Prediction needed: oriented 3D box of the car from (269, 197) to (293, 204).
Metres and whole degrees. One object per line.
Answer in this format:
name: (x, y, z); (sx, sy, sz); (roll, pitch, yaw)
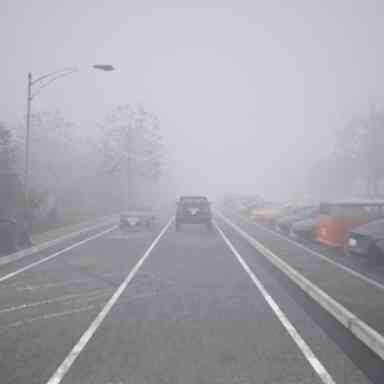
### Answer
car: (20.254, 2.009, 76.007); (4.892, 1.521, 2.231); (0, -1, 0)

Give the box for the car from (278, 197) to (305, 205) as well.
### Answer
car: (20.229, 1.863, 67.822); (5.008, 1.535, 2.097); (0, -1, 0)

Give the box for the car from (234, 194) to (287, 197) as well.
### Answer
car: (7.016, 1.391, 34.640); (4.553, 1.767, 2.185); (0, 0, 0)

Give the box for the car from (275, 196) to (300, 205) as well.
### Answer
car: (20.211, 1.784, 70.470); (4.553, 1.767, 2.185); (0, -1, 0)

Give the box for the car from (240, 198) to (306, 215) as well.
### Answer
car: (7.023, 1.509, 29.088); (4.892, 1.521, 2.231); (0, 0, 0)

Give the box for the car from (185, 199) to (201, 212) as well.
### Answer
car: (0.119, 1.621, 41.190); (1.994, 1.385, 4.181); (0, 0, 0)

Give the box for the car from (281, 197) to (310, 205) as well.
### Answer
car: (20.220, 1.812, 64.927); (5.008, 1.535, 2.097); (0, -1, 0)

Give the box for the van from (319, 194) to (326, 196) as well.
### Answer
van: (20.279, 1.305, 45.558); (4.442, 1.987, 1.878); (0, 0, 0)

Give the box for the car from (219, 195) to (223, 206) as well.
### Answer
car: (7.120, 1.288, 48.521); (5.566, 2.045, 2.435); (0, 0, 0)

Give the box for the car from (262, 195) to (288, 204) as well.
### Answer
car: (20.306, 1.862, 81.547); (5.566, 2.045, 2.435); (0, -1, 0)

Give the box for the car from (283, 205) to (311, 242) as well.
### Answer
car: (6.956, 1.515, 15.207); (4.792, 1.488, 2.163); (0, 0, 0)

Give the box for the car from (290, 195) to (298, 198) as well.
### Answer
car: (20.013, 1.662, 56.617); (5.366, 1.575, 1.946); (0, -1, 0)

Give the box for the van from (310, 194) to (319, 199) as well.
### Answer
van: (20.055, 1.310, 48.462); (4.442, 1.987, 1.878); (0, -1, 0)

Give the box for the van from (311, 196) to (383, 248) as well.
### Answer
van: (7.092, 1.255, 12.431); (4.442, 1.987, 1.878); (0, 0, 0)

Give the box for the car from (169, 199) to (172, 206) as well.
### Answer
car: (-3.206, 1.867, 63.355); (1.994, 1.385, 4.181); (0, -1, 1)

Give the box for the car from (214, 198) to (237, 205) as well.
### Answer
car: (7.166, 1.957, 70.707); (4.674, 1.452, 2.002); (0, -1, 0)

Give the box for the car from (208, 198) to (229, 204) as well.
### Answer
car: (7.032, 2.258, 87.346); (5.366, 1.575, 1.946); (0, -1, 0)

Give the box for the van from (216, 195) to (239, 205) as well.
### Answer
van: (7.271, 1.642, 67.935); (4.442, 1.987, 1.878); (0, -1, 0)

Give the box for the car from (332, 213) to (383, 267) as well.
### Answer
car: (6.996, 1.506, 9.654); (4.792, 1.488, 2.163); (0, 0, 0)

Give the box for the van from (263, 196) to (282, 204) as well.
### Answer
van: (20.405, 1.956, 84.437); (4.442, 1.987, 1.878); (0, -1, 0)

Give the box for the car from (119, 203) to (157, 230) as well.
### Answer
car: (-3.359, 1.489, 21.275); (2.128, 1.511, 4.902); (0, 0, 0)

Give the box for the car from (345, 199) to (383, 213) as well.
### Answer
car: (20.130, 1.517, 37.248); (5.008, 1.535, 2.097); (0, 0, 0)

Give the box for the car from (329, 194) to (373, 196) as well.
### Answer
car: (20.116, 1.271, 40.143); (5.566, 2.045, 2.435); (0, 0, 0)

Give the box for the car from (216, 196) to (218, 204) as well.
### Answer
car: (7.151, 1.819, 65.156); (5.008, 1.535, 2.097); (0, -1, 0)

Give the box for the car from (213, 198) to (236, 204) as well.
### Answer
car: (7.202, 1.996, 73.482); (4.792, 1.488, 2.163); (0, -1, 0)

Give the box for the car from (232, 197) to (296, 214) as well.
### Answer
car: (6.853, 1.509, 31.864); (5.366, 1.575, 1.946); (0, 0, 0)

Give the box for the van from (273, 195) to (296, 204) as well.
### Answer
van: (20.368, 1.733, 73.240); (4.442, 1.987, 1.878); (0, -1, 0)

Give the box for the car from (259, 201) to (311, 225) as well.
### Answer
car: (6.973, 1.524, 20.759); (4.792, 1.488, 2.163); (0, 0, 0)

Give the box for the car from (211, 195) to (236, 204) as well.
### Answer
car: (7.153, 1.764, 76.263); (5.566, 2.045, 2.435); (0, -1, 0)

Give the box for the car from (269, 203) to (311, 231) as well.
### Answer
car: (6.964, 1.519, 17.983); (4.792, 1.488, 2.163); (0, 0, 0)

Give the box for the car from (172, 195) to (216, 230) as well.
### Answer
car: (0.091, 1.219, 21.102); (2.150, 2.045, 5.566); (0, 0, 0)

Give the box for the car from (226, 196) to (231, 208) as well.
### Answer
car: (7.060, 1.525, 40.192); (5.008, 1.535, 2.097); (0, 0, 0)

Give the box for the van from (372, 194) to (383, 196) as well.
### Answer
van: (20.235, 1.283, 31.833); (4.442, 1.987, 1.878); (0, 0, 0)

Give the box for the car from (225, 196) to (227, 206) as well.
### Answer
car: (7.077, 1.570, 42.968); (4.674, 1.452, 2.002); (0, 0, 0)

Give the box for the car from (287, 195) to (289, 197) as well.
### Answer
car: (20.210, 1.764, 62.157); (4.892, 1.521, 2.231); (0, -1, 0)

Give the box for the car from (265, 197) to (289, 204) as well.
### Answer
car: (20.084, 2.056, 78.774); (5.366, 1.575, 1.946); (0, -1, 0)

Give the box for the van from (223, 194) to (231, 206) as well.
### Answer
van: (6.966, 1.309, 45.745); (4.442, 1.987, 1.878); (0, 0, 0)

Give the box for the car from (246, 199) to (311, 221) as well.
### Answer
car: (6.826, 1.496, 23.536); (5.366, 1.575, 1.946); (0, 0, 0)

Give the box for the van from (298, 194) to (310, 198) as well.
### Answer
van: (20.072, 1.390, 53.853); (4.442, 1.987, 1.878); (0, -1, 0)

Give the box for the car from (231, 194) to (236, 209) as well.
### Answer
car: (7.025, 1.396, 37.416); (4.553, 1.767, 2.185); (0, 0, 0)

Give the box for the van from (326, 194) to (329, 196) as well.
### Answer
van: (20.271, 1.301, 42.913); (4.442, 1.987, 1.878); (0, 0, 0)

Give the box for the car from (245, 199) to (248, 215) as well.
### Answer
car: (7.027, 1.504, 26.311); (4.892, 1.521, 2.231); (0, 0, 0)

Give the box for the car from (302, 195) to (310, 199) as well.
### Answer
car: (20.185, 1.566, 51.079); (5.008, 1.535, 2.097); (0, -1, 0)
